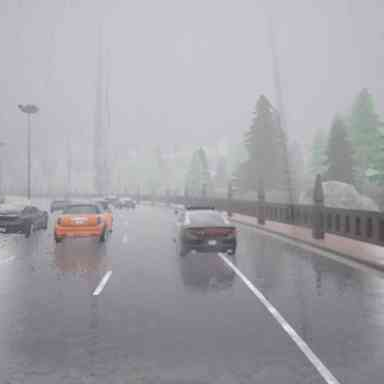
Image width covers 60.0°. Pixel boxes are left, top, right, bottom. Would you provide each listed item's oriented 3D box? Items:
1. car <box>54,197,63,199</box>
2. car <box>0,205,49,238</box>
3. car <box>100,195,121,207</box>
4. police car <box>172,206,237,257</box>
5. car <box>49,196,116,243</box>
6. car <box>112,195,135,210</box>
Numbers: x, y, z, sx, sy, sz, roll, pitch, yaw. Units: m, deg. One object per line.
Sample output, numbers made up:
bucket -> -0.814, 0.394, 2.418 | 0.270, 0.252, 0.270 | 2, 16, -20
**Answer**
car -> -13.507, 1.301, 34.259 | 2.128, 1.511, 4.902 | 0, 0, -20
car -> -8.729, 1.411, 17.025 | 1.837, 1.490, 4.892 | 0, 0, -10
car -> -11.820, 1.210, 48.164 | 1.882, 1.535, 5.008 | 0, 0, -27
police car -> 0.309, 1.352, 12.882 | 1.930, 1.638, 5.238 | 0, 0, -7
car -> -5.005, 1.263, 15.876 | 2.097, 1.767, 4.553 | 0, 0, -9
car -> -7.940, 1.306, 39.356 | 1.812, 1.442, 4.674 | 0, 0, -22
